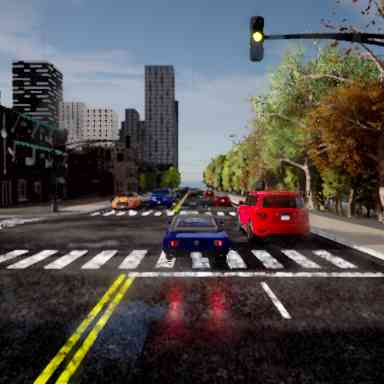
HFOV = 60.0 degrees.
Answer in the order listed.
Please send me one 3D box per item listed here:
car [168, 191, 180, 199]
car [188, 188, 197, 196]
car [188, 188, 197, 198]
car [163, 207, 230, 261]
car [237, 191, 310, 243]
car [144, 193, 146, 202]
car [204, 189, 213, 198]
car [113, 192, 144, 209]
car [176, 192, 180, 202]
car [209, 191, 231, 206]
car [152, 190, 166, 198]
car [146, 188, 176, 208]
[{"bbox_3d":[-3.167,0.569,60.870,1.895,1.301,4.718,0,1,1],"label":"car"},{"bbox_3d":[0.160,-0.093,75.422,2.097,1.767,4.553,0,1,0],"label":"car"},{"bbox_3d":[0.137,0.445,65.042,2.033,1.411,5.357,0,1,0],"label":"car"},{"bbox_3d":[0.125,1.408,11.389,1.895,1.301,4.718,0,1,0],"label":"car"},{"bbox_3d":[3.383,0.975,14.704,2.150,2.045,5.566,0,1,0],"label":"car"},{"bbox_3d":[-6.478,0.832,45.365,1.895,1.301,4.718,0,1,0],"label":"car"},{"bbox_3d":[3.395,0.232,65.988,2.097,1.767,4.553,0,1,0],"label":"car"},{"bbox_3d":[-6.550,0.781,33.723,2.097,1.767,4.553,0,1,1],"label":"car"},{"bbox_3d":[-3.230,0.576,46.044,2.097,1.767,4.553,0,1,0],"label":"car"},{"bbox_3d":[3.435,0.903,39.066,1.994,1.385,4.181,0,1,0],"label":"car"},{"bbox_3d":[-6.370,0.396,64.649,2.128,1.511,4.902,0,1,0],"label":"car"},{"bbox_3d":[-3.261,0.614,35.869,2.150,2.045,5.566,0,1,0],"label":"car"}]
